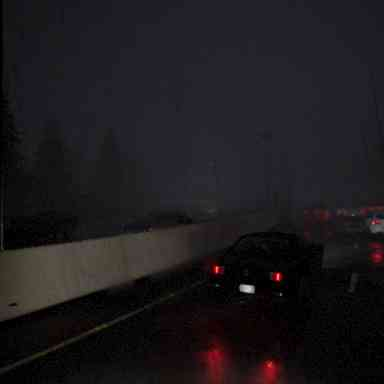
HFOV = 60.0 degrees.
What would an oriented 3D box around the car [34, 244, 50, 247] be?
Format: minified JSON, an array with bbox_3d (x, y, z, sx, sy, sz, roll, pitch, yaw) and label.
[{"bbox_3d":[-7.619,1.669,13.054,2.128,1.511,4.902,0,-1,29],"label":"car"}]

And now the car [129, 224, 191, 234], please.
[{"bbox_3d":[-1.579,1.716,17.031,2.128,1.511,4.902,0,-1,26],"label":"car"}]

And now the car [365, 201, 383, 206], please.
[{"bbox_3d":[19.841,1.812,36.621,2.097,1.767,4.553,0,-1,13],"label":"car"}]

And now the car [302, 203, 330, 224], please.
[{"bbox_3d":[10.590,1.715,28.543,2.097,1.767,4.553,0,-1,18],"label":"car"}]

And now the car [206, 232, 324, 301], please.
[{"bbox_3d":[2.215,1.714,8.746,1.895,1.301,4.718,0,-1,29],"label":"car"}]

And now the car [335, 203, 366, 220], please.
[{"bbox_3d":[15.494,1.943,33.084,1.812,1.442,4.674,0,-1,14],"label":"car"}]

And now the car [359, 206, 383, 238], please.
[{"bbox_3d":[10.821,1.762,18.799,1.812,1.442,4.674,0,-1,22],"label":"car"}]
